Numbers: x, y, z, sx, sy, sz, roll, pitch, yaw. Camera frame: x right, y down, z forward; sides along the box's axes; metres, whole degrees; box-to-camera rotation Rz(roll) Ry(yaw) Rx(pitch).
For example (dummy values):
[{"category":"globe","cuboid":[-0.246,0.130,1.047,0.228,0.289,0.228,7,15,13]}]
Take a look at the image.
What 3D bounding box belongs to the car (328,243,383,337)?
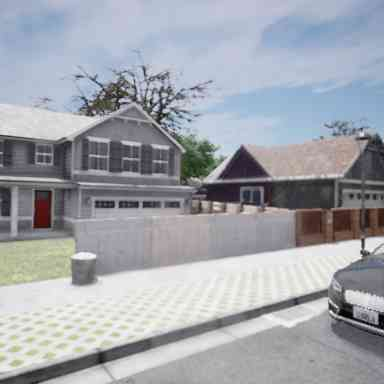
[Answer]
[{"category":"car","cuboid":[4.524,1.526,6.192,4.902,1.511,2.128,0,0,-35]}]
